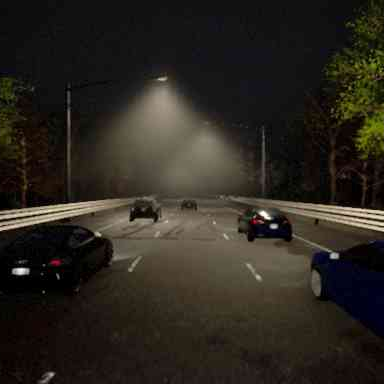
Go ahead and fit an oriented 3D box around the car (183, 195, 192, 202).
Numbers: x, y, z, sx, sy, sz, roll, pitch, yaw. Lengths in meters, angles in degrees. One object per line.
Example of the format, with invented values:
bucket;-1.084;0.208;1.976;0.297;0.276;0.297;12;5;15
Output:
car;-1.082;1.442;73.552;1.994;1.385;4.181;0;0;-2

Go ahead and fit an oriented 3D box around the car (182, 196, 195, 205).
car;-0.552;1.412;56.483;2.128;1.511;4.902;0;0;-1

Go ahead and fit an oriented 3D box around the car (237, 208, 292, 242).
car;3.441;1.483;16.368;2.163;1.488;4.792;0;0;0

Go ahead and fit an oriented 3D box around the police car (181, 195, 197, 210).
police car;-0.377;1.368;42.006;1.930;1.638;5.238;0;0;-1

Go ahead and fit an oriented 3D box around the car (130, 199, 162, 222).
car;-3.553;1.317;26.358;2.097;1.767;4.553;0;0;-1

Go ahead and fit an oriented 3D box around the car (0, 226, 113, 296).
car;-3.424;1.553;8.658;1.994;1.385;4.181;0;0;0

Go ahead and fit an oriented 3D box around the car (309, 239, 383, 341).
car;3.493;1.471;5.301;1.882;1.535;5.008;0;0;0
